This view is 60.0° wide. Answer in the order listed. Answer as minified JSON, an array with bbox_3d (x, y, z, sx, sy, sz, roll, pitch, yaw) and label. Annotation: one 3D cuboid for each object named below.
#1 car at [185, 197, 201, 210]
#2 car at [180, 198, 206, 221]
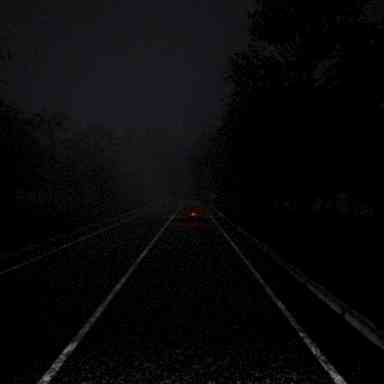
[{"bbox_3d":[0.098,1.478,43.567,2.033,1.411,5.357,0,0,0],"label":"car"},{"bbox_3d":[0.098,1.461,26.874,1.882,1.535,5.008,0,0,0],"label":"car"}]
